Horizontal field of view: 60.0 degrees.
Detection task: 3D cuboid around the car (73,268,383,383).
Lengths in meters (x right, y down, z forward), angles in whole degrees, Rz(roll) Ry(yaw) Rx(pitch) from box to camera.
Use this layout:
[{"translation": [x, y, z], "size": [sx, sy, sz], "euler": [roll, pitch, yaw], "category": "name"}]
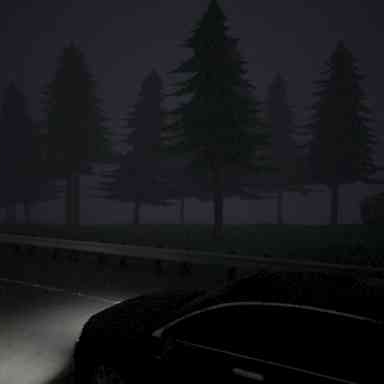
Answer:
[{"translation": [0.930, 1.510, 3.050], "size": [4.892, 1.490, 1.837], "euler": [-1, -1, 35], "category": "car"}]
